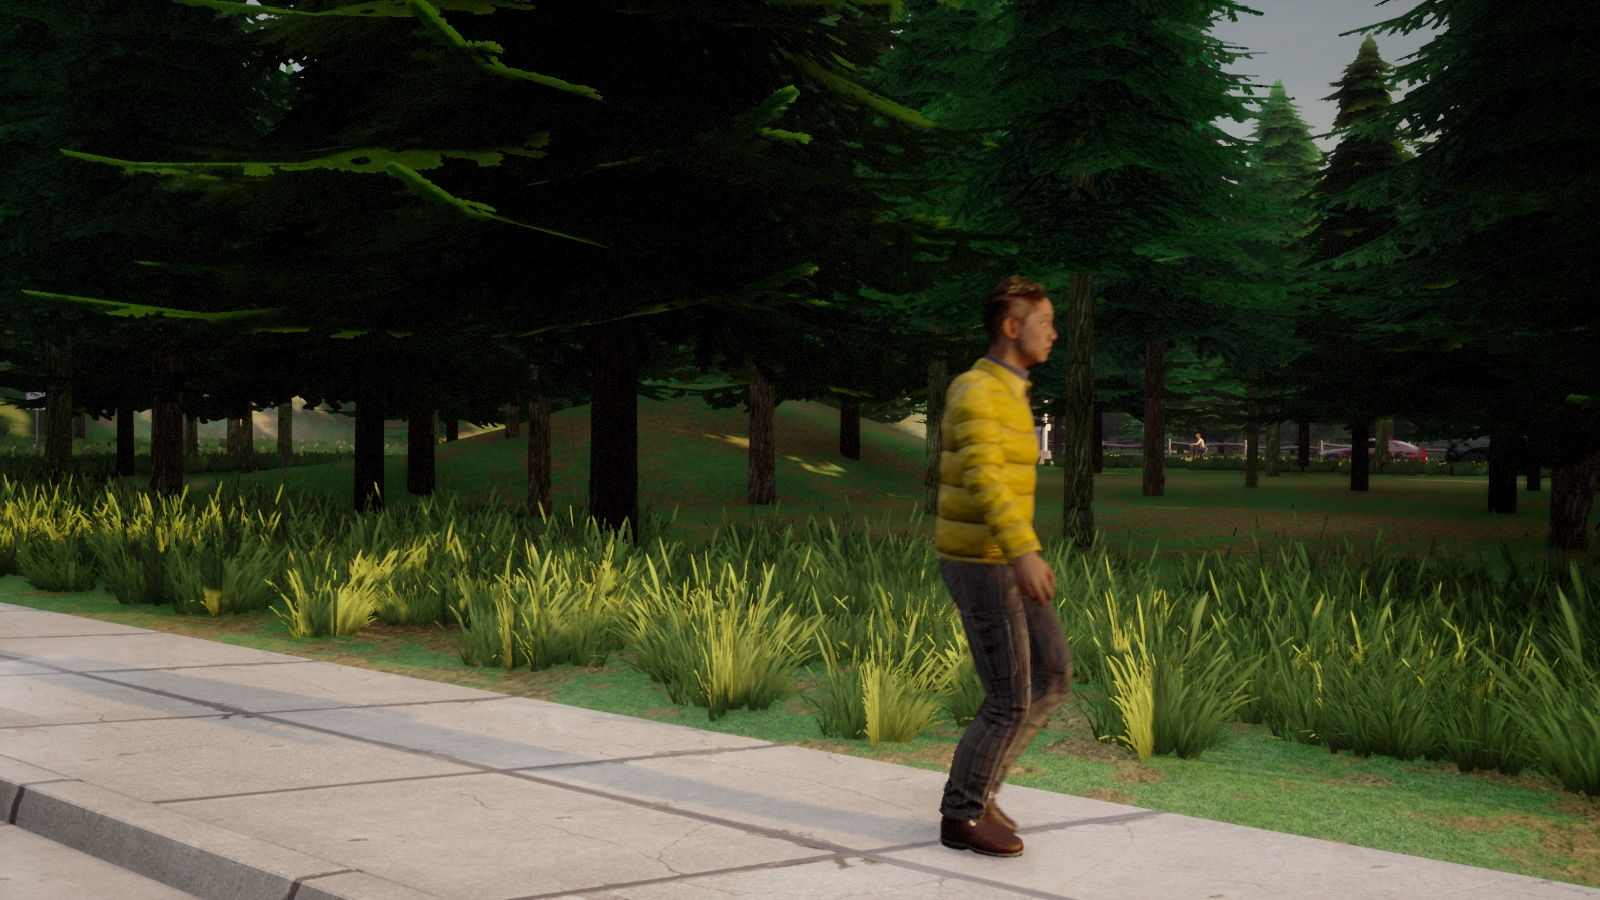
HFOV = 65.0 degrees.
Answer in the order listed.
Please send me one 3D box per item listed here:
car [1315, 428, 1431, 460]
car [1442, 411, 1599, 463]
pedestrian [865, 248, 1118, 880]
[{"bbox_3d":[26.660,-0.283,58.521,4.674,1.442,1.812,0,1,35],"label":"car"},{"bbox_3d":[29.874,-0.530,52.027,5.566,2.045,2.150,0,1,35],"label":"car"},{"bbox_3d":[0.615,0.334,3.977,0.709,1.840,0.431,0,1,20],"label":"pedestrian"}]
